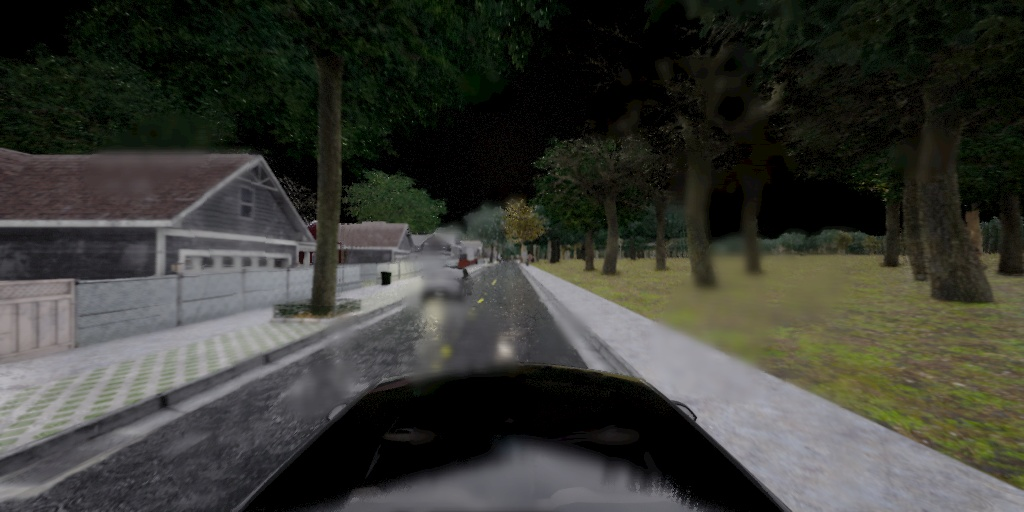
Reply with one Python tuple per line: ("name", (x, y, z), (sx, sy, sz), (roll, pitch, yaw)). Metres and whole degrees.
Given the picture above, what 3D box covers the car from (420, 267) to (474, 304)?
("car", (-2.849, 1.269, 16.489), (1.837, 1.490, 4.892), (0, 0, 0))
